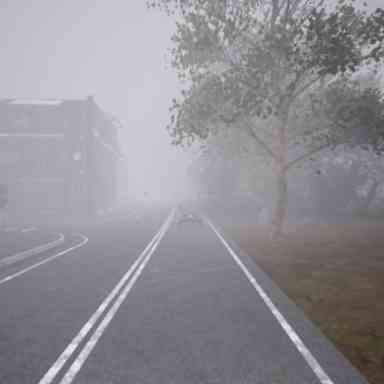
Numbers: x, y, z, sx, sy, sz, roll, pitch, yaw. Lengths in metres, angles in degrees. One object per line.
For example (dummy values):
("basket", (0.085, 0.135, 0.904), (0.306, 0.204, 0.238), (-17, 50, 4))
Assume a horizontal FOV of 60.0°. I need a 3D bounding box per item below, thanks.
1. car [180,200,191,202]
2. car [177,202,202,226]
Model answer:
("car", (-0.809, 1.770, 45.899), (1.994, 1.385, 4.181), (0, 0, -2))
("car", (-0.188, 1.712, 25.177), (2.033, 1.411, 5.357), (0, 0, -1))
